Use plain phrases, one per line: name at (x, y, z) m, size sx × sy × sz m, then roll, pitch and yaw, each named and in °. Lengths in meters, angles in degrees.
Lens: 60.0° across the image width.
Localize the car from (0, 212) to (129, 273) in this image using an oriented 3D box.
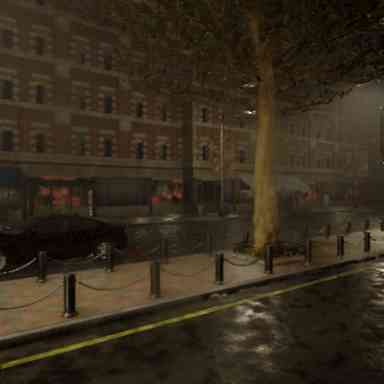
car at (-4.509, 1.466, 10.599) m, size 5.008 × 1.535 × 1.882 m, roll 0°, pitch 0°, yaw -35°

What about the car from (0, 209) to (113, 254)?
car at (-5.698, 1.547, 14.048) m, size 4.181 × 1.385 × 1.994 m, roll 0°, pitch 0°, yaw -35°
